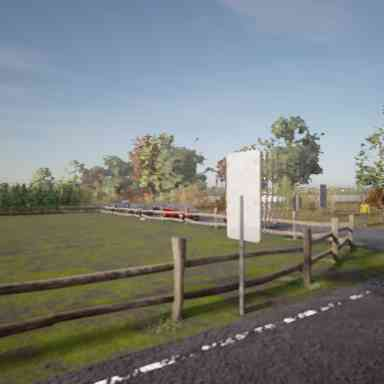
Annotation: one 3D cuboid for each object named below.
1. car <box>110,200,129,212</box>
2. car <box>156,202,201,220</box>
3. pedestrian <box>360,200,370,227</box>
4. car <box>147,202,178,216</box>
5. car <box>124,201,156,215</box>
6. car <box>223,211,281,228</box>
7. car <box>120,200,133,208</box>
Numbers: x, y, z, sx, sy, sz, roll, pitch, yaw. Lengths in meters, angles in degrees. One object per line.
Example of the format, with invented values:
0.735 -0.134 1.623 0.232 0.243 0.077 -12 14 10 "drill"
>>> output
-10.611 2.203 48.241 1.994 1.385 4.181 0 -1 -22 "car"
-1.134 1.867 31.472 1.882 1.535 5.008 0 -1 -34 "car"
11.962 1.452 23.042 0.375 1.860 0.375 -1 1 -35 "pedestrian"
-3.707 1.999 40.669 1.837 1.490 4.892 -1 0 -31 "car"
-6.093 2.076 39.287 1.994 1.385 4.181 0 0 -29 "car"
4.151 1.786 23.791 1.812 1.442 4.674 0 -1 -35 "car"
-13.061 2.353 65.996 1.812 1.442 4.674 0 -1 -20 "car"
